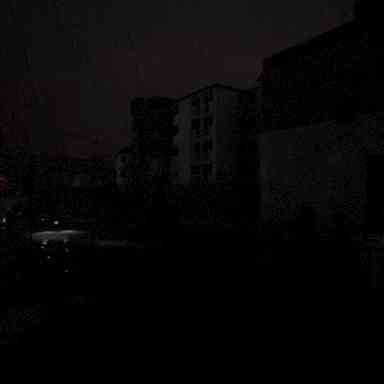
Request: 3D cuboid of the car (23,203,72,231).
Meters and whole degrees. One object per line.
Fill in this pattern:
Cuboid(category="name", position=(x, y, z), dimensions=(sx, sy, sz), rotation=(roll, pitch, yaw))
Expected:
Cuboid(category="car", position=(-9.096, 1.609, 21.085), dimensions=(1.994, 1.385, 4.181), rotation=(1, 0, -36))

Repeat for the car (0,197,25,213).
Cuboid(category="car", position=(-20.287, 1.536, 36.771), dimensions=(2.128, 1.511, 4.902), rotation=(1, 0, -35))

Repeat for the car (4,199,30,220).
Cuboid(category="car", position=(-14.539, 1.592, 28.703), dimensions=(2.033, 1.411, 5.357), rotation=(1, 0, -35))
